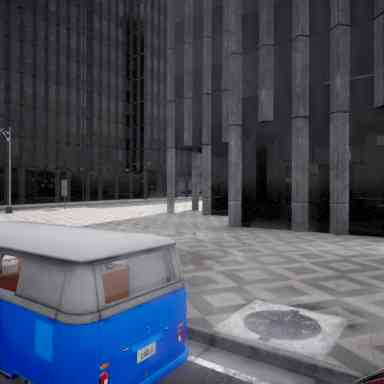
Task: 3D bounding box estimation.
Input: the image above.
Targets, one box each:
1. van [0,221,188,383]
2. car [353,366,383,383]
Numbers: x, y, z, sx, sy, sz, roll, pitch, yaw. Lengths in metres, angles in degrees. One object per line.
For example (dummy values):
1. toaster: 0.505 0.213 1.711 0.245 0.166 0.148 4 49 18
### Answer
1. van: -1.953 1.341 4.353 3.998 1.788 1.690 0 0 35
2. car: 2.548 1.440 1.149 4.097 1.590 1.967 0 0 35
